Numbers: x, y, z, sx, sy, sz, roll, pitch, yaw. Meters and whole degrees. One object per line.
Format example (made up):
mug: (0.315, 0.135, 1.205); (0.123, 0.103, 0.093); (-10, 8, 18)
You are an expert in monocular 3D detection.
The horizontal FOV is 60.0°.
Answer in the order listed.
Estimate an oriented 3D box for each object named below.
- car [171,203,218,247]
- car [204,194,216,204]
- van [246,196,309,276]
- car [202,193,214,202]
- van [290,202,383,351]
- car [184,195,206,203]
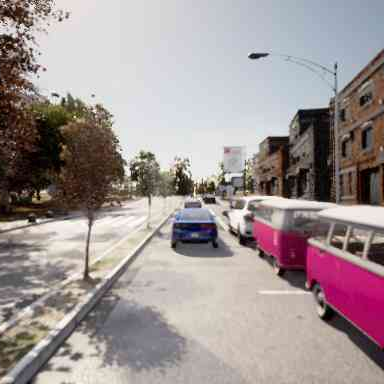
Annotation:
car: (0.102, 1.462, 14.909); (1.882, 1.535, 5.008); (0, 0, 0)
car: (2.937, 1.145, 54.680); (1.882, 1.535, 5.008); (0, 2, 0)
van: (3.053, 1.246, 10.326); (1.878, 1.987, 4.442); (0, 0, 0)
car: (2.939, 0.989, 62.537); (1.994, 1.385, 4.181); (0, 2, 0)
van: (3.051, 1.252, 4.779); (1.878, 1.987, 4.442); (0, 0, 0)
car: (0.109, 1.418, 36.231); (2.128, 1.511, 4.902); (0, 0, 0)
